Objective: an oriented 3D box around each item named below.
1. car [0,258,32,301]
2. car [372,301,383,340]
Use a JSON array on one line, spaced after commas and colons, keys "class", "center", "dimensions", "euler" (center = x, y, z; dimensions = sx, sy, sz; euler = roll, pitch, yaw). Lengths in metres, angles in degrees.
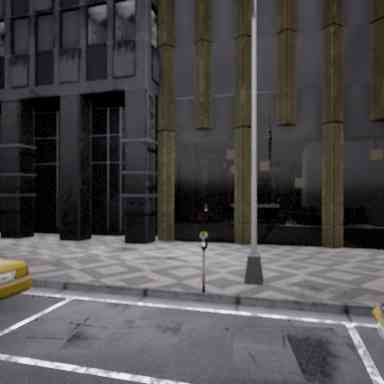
[{"class": "car", "center": [-5.643, 1.531, 6.675], "dimensions": [4.829, 1.417, 1.752], "euler": [0, 0, 15]}, {"class": "car", "center": [4.852, 1.528, 3.826], "dimensions": [4.829, 1.417, 1.752], "euler": [0, 0, 15]}]
